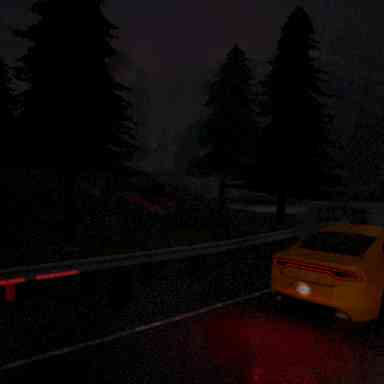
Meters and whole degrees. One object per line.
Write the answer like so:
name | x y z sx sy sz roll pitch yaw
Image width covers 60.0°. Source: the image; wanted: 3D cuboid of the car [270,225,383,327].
car | 3.726 1.439 7.068 5.008 1.535 1.882 0 0 -40
